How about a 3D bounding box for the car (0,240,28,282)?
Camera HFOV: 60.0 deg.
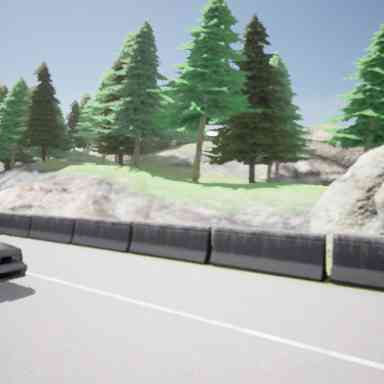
[{"bbox_3d":[-6.359,1.564,8.527,5.357,1.411,2.033,0,0,35],"label":"car"}]
